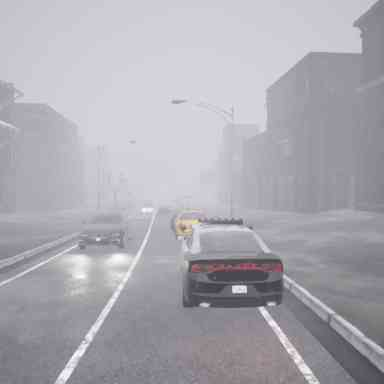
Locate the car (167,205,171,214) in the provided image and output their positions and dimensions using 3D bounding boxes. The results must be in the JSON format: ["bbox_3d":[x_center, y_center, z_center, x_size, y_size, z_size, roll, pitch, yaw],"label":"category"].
[{"bbox_3d":[-0.641,1.859,24.191,1.882,1.535,5.008,0,-2,-6],"label":"car"}]

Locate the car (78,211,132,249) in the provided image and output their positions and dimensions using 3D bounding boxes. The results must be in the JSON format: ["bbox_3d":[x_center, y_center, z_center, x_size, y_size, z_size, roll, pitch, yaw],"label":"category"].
[{"bbox_3d":[-3.871,1.669,15.430,1.837,1.490,4.892,0,-1,-5],"label":"car"}]

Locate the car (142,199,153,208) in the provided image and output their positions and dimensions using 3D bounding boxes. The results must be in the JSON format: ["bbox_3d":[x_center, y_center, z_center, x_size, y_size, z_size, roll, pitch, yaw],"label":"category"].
[{"bbox_3d":[-8.560,2.144,64.173,2.128,1.511,4.902,0,2,-6],"label":"car"}]

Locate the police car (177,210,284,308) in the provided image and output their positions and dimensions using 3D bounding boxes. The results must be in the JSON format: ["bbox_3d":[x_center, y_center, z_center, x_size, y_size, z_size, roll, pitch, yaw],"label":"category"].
[{"bbox_3d":[0.676,1.465,8.198,1.930,1.638,5.238,0,-1,-3],"label":"police car"}]

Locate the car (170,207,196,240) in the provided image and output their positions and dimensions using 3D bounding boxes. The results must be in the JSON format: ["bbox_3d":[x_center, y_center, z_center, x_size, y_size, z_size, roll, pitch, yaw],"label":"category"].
[{"bbox_3d":[-0.073,1.671,18.373,1.801,1.575,5.366,0,-1,-5],"label":"car"}]

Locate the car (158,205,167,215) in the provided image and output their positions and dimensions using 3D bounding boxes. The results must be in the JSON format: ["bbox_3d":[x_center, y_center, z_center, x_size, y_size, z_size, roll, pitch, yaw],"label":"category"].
[{"bbox_3d":[-3.801,2.455,47.031,1.895,1.301,4.718,0,0,-5],"label":"car"}]
